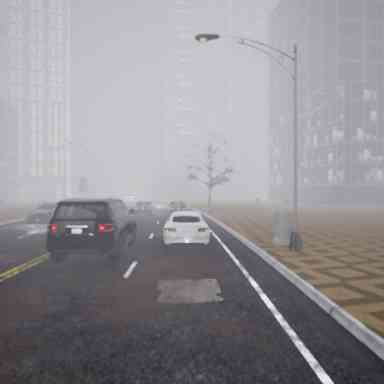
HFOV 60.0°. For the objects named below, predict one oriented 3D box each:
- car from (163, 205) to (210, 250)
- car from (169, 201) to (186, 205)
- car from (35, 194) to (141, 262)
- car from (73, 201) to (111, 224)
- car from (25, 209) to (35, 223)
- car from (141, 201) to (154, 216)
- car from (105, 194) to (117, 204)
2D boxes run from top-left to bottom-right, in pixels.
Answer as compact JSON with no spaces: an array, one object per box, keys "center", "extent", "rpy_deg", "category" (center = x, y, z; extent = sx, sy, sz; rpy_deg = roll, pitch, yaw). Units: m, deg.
[{"center":[-0.264,1.524,14.282],"extent":[1.812,1.442,4.674],"rpy_deg":[0,0,-2],"category":"car"},{"center":[-1.424,1.544,32.326],"extent":[2.033,1.411,5.357],"rpy_deg":[0,0,-5],"category":"car"},{"center":[-3.422,1.224,12.298],"extent":[2.150,2.045,5.566],"rpy_deg":[0,0,-2],"category":"car"},{"center":[-7.640,1.510,25.984],"extent":[1.837,1.490,4.892],"rpy_deg":[0,0,-4],"category":"car"},{"center":[-10.855,1.556,25.637],"extent":[2.033,1.411,5.357],"rpy_deg":[0,0,-4],"category":"car"},{"center":[-4.707,1.549,32.565],"extent":[2.033,1.411,5.357],"rpy_deg":[0,0,-5],"category":"car"},{"center":[-16.120,1.362,66.633],"extent":[2.097,1.767,4.553],"rpy_deg":[0,0,-10],"category":"car"}]
